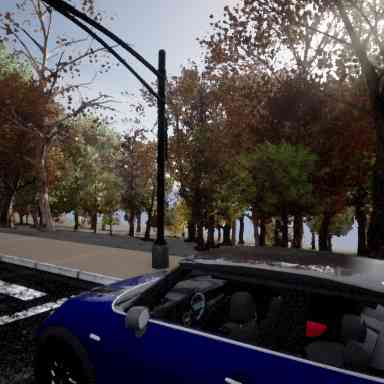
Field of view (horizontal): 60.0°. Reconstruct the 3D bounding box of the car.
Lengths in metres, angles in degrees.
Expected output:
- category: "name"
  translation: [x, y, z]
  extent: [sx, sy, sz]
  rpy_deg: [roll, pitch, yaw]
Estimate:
- category: "car"
  translation: [0.452, 1.352, 3.337]
  extent: [4.553, 1.767, 2.097]
  rpy_deg: [0, 0, 34]
